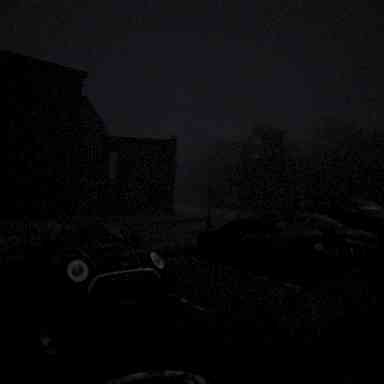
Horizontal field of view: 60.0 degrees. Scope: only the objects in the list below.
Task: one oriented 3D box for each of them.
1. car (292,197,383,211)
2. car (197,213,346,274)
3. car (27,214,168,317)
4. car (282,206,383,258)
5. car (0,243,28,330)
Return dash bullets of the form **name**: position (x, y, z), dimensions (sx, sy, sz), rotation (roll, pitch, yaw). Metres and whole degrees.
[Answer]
- **car**: position (6.688, 1.240, 14.179), dimensions (2.435, 2.045, 5.566), rotation (-1, 0, -35)
- **car**: position (2.122, 1.548, 10.995), dimensions (2.163, 1.488, 4.792), rotation (0, 0, -35)
- **car**: position (-2.423, 1.374, 7.756), dimensions (2.185, 1.767, 4.553), rotation (0, 0, -35)
- **car**: position (4.398, 1.511, 12.589), dimensions (2.231, 1.521, 4.892), rotation (0, 0, -35)
- **car**: position (-4.692, 1.506, 6.135), dimensions (2.163, 1.488, 4.792), rotation (1, 0, -35)
